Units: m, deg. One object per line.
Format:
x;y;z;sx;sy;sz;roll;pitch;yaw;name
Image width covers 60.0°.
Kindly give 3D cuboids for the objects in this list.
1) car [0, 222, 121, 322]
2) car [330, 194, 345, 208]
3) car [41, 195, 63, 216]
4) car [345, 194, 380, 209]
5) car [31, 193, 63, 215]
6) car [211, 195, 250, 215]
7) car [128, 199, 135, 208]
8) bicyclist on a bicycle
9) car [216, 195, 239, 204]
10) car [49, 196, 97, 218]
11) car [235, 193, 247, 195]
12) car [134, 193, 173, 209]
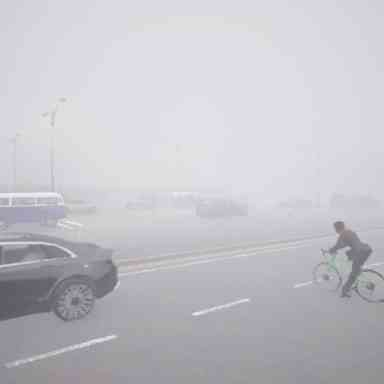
-3.669;1.492;5.651;4.902;1.511;2.128;0;0;-37;car
20.069;1.156;44.278;3.866;1.878;1.905;0;0;-36;car
-12.889;1.364;34.093;3.905;1.438;1.784;0;0;-36;car
21.743;1.153;41.916;4.605;1.855;1.932;0;0;-36;car
-14.522;1.153;36.223;4.605;1.855;1.932;0;0;-36;car
4.406;1.395;36.086;3.806;1.475;1.970;0;0;-36;car
-7.365;1.364;52.000;3.905;1.438;1.784;0;0;-36;car
3.302;1.454;7.080;0.582;1.620;1.656;0;-1;-37;bicyclist on a bicycle
6.680;1.395;62.384;3.806;1.475;1.970;0;0;-36;car
-11.171;1.395;31.763;3.806;1.475;1.970;0;0;-36;car
8.390;1.156;60.048;3.866;1.878;1.905;0;0;-36;car
-5.697;1.153;49.631;4.605;1.855;1.932;0;0;-36;car
